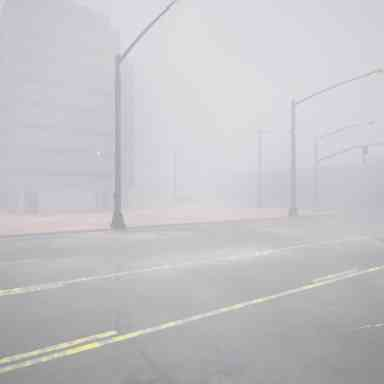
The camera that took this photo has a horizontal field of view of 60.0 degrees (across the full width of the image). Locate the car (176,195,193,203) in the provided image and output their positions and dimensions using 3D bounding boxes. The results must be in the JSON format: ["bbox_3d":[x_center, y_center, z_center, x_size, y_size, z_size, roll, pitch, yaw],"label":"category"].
[{"bbox_3d":[-1.672,1.470,72.025,1.882,1.535,5.008,0,0,-36],"label":"car"}]
